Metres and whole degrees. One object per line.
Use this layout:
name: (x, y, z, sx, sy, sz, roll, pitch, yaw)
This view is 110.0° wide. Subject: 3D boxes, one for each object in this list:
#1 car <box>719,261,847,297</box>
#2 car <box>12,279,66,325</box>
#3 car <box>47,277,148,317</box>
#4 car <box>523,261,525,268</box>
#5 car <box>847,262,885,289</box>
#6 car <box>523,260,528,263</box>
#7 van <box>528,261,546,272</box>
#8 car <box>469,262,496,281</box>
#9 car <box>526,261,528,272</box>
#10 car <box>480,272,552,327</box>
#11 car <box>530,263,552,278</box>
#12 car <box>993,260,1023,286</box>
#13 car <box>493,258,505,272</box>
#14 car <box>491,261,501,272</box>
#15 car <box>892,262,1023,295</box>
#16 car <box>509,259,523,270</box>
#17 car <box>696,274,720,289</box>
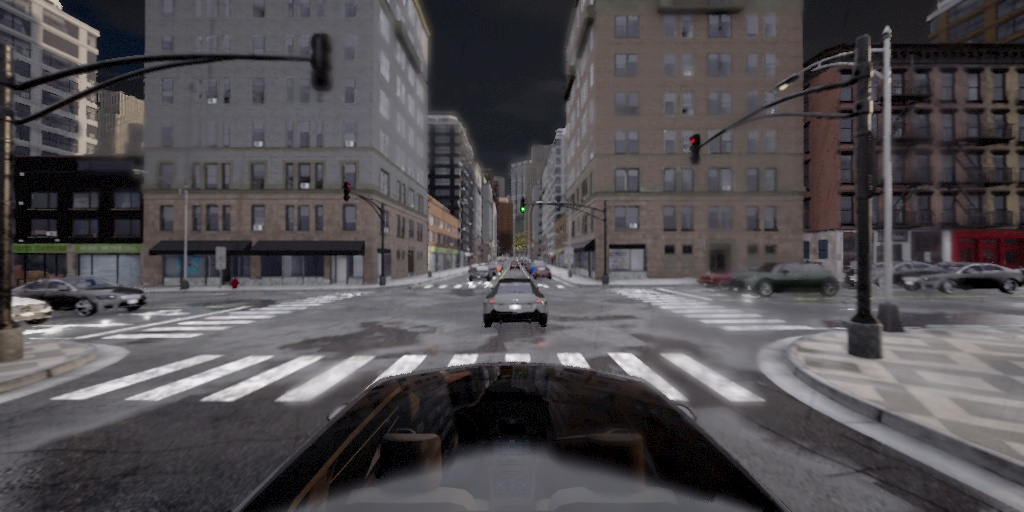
car: (13.479, 1.068, 18.051, 4.553, 1.767, 2.097, -1, 0, 0)
car: (-17.786, 1.635, 11.458, 4.674, 1.442, 1.812, -1, 0, 0)
car: (-17.868, 1.624, 14.754, 4.902, 1.511, 2.128, -1, 0, 4)
car: (3.227, 1.832, 58.212, 1.802, 1.307, 4.207, 0, 0, 0)
car: (22.686, 1.098, 21.268, 4.902, 1.511, 2.128, -1, 0, 0)
car: (3.275, 1.860, 63.768, 1.802, 1.307, 4.207, 0, 0, 0)
van: (3.084, 1.464, 41.553, 1.690, 1.789, 3.998, 0, 0, 0)
car: (-2.841, 1.583, 33.832, 1.812, 1.442, 4.674, 0, 0, 2)
car: (3.132, 1.716, 47.103, 1.888, 1.381, 4.507, 0, 0, 0)
car: (0.115, 1.434, 12.201, 1.994, 1.385, 4.181, -1, 0, 1)
car: (3.037, 1.658, 36.001, 1.802, 1.307, 4.207, 0, 0, 0)
car: (32.157, 0.981, 21.231, 4.892, 1.490, 1.837, -1, 0, 0)
car: (-2.634, 1.571, 53.391, 2.097, 1.767, 4.553, 0, 0, 1)
car: (-2.756, 1.687, 43.481, 2.033, 1.411, 5.357, 0, 0, 0)
car: (22.433, 1.081, 18.020, 4.902, 1.511, 2.128, -1, 0, 0)
car: (0.523, 1.786, 64.283, 1.837, 1.490, 4.892, 0, 0, 0)
car: (13.644, 1.336, 21.300, 4.718, 1.301, 1.895, -1, 0, 0)
